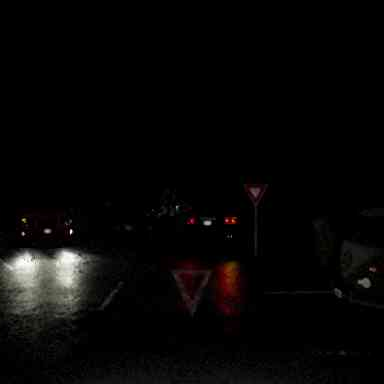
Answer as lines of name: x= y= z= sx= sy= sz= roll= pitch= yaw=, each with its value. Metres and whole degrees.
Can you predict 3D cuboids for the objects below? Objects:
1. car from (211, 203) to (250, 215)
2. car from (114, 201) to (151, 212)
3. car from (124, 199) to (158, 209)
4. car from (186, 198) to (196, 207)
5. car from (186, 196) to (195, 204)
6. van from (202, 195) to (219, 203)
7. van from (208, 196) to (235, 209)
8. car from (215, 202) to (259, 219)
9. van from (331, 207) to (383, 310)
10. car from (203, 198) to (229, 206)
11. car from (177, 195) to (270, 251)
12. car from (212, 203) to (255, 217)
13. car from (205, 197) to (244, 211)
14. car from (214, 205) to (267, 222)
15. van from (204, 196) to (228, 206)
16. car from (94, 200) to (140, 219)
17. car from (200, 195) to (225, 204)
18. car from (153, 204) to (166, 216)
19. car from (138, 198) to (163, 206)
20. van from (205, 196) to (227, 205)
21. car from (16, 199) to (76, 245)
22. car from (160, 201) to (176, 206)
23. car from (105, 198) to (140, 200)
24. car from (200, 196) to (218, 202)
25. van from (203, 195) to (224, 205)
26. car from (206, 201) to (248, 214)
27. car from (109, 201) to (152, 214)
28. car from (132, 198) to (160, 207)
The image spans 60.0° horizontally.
car: x=4.761 y=2.093 z=41.449 sx=4.674 sy=1.452 sz=2.002 roll=0 pitch=0 yaw=0
car: x=-8.312 y=2.018 z=47.009 sx=4.892 sy=1.521 sz=2.231 roll=0 pitch=0 yaw=0
car: x=-8.507 y=1.963 z=55.458 sx=5.366 sy=1.575 sz=1.946 roll=0 pitch=0 yaw=0
car: x=-0.232 y=1.977 z=64.455 sx=1.837 sy=1.490 sz=4.892 roll=0 pitch=0 yaw=1
car: x=-0.290 y=1.805 z=74.611 sx=1.882 sy=1.535 sz=5.008 roll=0 pitch=0 yaw=0
van: x=4.861 y=1.782 z=88.658 sx=4.442 sy=1.987 sz=1.878 roll=0 pitch=0 yaw=0
van: x=4.875 y=1.741 z=55.421 sx=4.442 sy=1.987 sz=1.878 roll=0 pitch=0 yaw=0
car: x=4.798 y=1.962 z=36.033 sx=4.553 sy=1.767 sz=2.185 roll=0 pitch=0 yaw=0
van: x=4.916 y=1.266 z=6.169 sx=4.442 sy=1.987 sz=1.878 roll=-1 pitch=0 yaw=0
car: x=4.759 y=1.955 z=66.370 sx=5.008 sy=1.535 sz=2.097 roll=0 pitch=0 yaw=0
car: x=1.743 y=1.371 z=14.512 sx=2.150 sy=2.045 sz=5.566 roll=-3 pitch=-4 yaw=26
car: x=4.736 y=2.100 z=38.679 sx=4.792 sy=1.488 sz=2.163 roll=0 pitch=0 yaw=0
car: x=4.789 y=1.749 z=49.757 sx=5.566 sy=2.045 sz=2.435 roll=0 pitch=0 yaw=0
car: x=4.762 y=2.104 z=33.262 sx=5.008 sy=1.535 sz=2.097 roll=0 pitch=0 yaw=0
van: x=4.647 y=1.725 z=63.585 sx=4.442 sy=1.987 sz=1.878 roll=0 pitch=0 yaw=0
car: x=-8.309 y=2.069 z=38.680 sx=5.008 sy=1.535 sz=2.097 roll=0 pitch=0 yaw=0
car: x=4.721 y=1.730 z=77.451 sx=5.566 sy=2.045 sz=2.435 roll=0 pitch=0 yaw=0
car: x=-3.877 y=2.222 z=33.791 sx=1.895 sy=1.301 sz=4.718 roll=0 pitch=0 yaw=0
car: x=-8.297 y=1.984 z=66.431 sx=4.792 sy=1.488 sz=2.163 roll=0 pitch=0 yaw=0
van: x=4.869 y=1.736 z=69.141 sx=4.442 sy=1.987 sz=1.878 roll=0 pitch=0 yaw=0
car: x=-7.111 y=1.332 z=16.101 sx=2.150 sy=2.045 sz=5.566 roll=1 pitch=-2 yaw=-26
car: x=-3.867 y=2.018 z=50.718 sx=1.837 sy=1.490 sz=4.892 roll=0 pitch=0 yaw=0
car: x=-8.287 y=1.801 z=41.455 sx=5.566 sy=2.045 sz=2.435 roll=0 pitch=0 yaw=0
car: x=4.737 y=2.021 z=94.072 sx=5.008 sy=1.535 sz=2.097 roll=0 pitch=0 yaw=0
van: x=4.635 y=1.742 z=71.911 sx=4.442 sy=1.987 sz=1.878 roll=0 pitch=0 yaw=0
car: x=4.577 y=2.032 z=44.219 sx=5.366 sy=1.575 sz=1.946 roll=0 pitch=0 yaw=0
car: x=-8.132 y=2.032 z=44.233 sx=5.366 sy=1.575 sz=1.946 roll=0 pitch=0 yaw=0
car: x=-8.330 y=1.951 z=60.878 sx=4.892 sy=1.521 sz=2.231 roll=0 pitch=0 yaw=0
